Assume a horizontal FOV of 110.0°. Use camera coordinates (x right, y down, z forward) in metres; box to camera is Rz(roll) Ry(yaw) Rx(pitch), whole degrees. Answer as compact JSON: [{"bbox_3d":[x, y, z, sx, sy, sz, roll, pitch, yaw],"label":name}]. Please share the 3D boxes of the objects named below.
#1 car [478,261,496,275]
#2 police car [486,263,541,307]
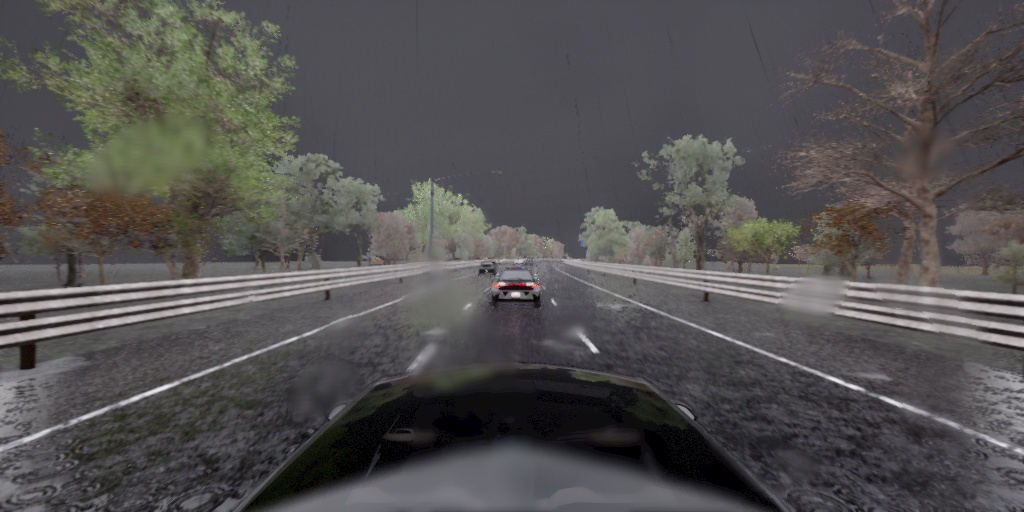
[{"bbox_3d":[-2.537,1.315,39.617,1.837,1.490,4.892,0,0,3],"label":"car"},{"bbox_3d":[0.192,1.272,15.851,2.038,1.542,4.974,0,0,1],"label":"police car"}]
